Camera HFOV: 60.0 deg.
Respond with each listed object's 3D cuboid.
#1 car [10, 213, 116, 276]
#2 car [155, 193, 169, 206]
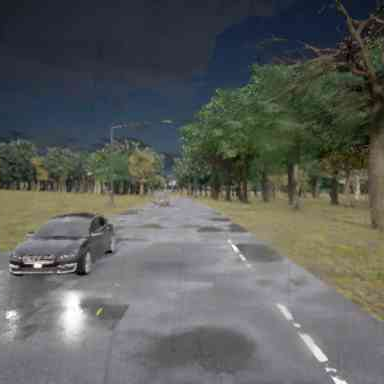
[{"bbox_3d":[-3.663,1.452,10.261,1.837,1.490,4.892,0,1,-1],"label":"car"},{"bbox_3d":[-4.591,1.186,51.490,2.097,1.767,4.553,0,0,-2],"label":"car"}]
